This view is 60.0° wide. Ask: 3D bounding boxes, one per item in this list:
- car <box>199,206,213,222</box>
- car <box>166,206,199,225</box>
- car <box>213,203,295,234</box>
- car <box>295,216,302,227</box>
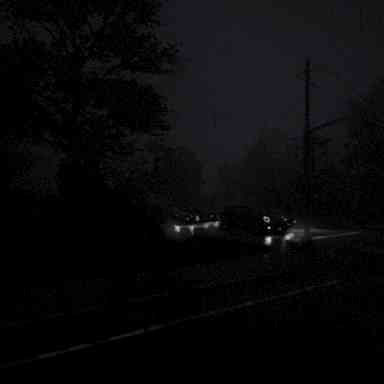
[{"bbox_3d":[0.406,1.981,30.654,1.994,1.385,4.181,1,-2,-41],"label":"car"},{"bbox_3d":[-1.876,1.894,27.965,1.812,1.442,4.674,1,-2,-41],"label":"car"},{"bbox_3d":[3.770,1.605,21.076,2.097,1.767,4.553,1,-1,-38],"label":"car"},{"bbox_3d":[5.788,1.870,24.194,1.994,1.385,4.181,1,-1,-39],"label":"car"}]
